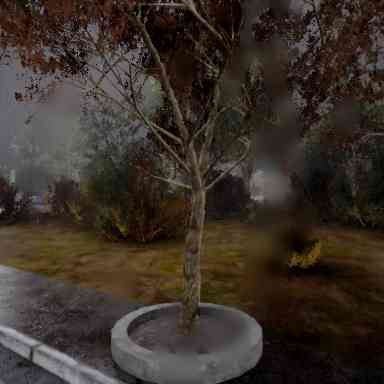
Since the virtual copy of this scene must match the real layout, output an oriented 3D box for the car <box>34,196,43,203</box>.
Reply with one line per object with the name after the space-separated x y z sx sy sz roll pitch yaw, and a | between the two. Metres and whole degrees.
-21.458 1.216 45.912 2.033 1.411 5.357 1 0 32 | car
